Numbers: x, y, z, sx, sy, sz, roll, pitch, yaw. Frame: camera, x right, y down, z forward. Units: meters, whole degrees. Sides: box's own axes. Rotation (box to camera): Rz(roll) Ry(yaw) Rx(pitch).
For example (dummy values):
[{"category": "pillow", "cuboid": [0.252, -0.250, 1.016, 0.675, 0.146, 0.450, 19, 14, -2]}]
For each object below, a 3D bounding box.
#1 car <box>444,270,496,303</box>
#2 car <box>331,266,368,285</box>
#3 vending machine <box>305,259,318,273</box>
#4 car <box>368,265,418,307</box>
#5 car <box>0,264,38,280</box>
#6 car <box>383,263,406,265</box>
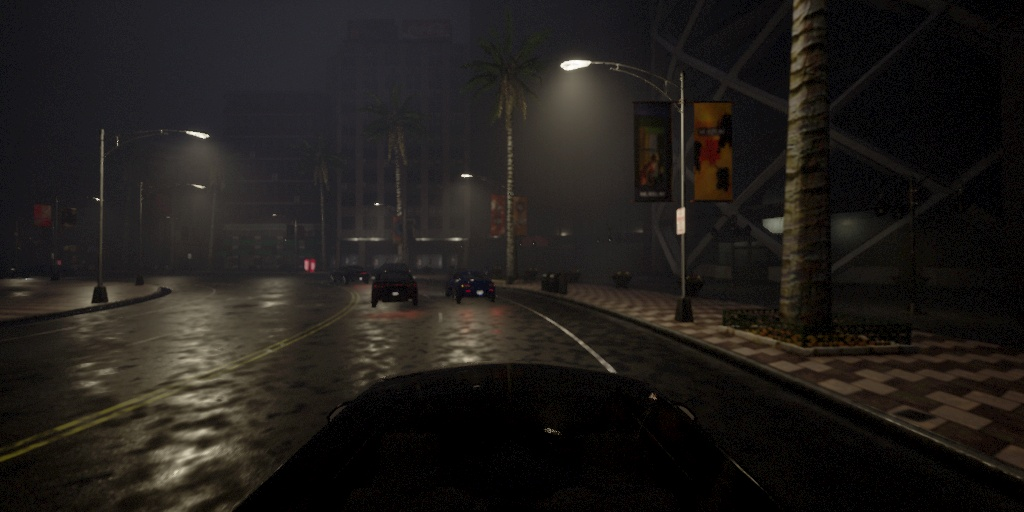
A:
[{"category": "car", "cuboid": [-2.134, 1.427, 17.736, 1.812, 1.442, 4.674, 0, 0, -19]}, {"category": "car", "cuboid": [-13.549, 1.532, 29.912, 1.837, 1.490, 4.892, 1, 0, -44]}, {"category": "vending machine", "cuboid": [-29.287, 1.438, 51.951, 0.880, 2.100, 1.100, 0, 0, 18]}, {"category": "car", "cuboid": [-5.494, 1.372, 16.730, 1.882, 1.535, 5.008, 0, 0, -19]}, {"category": "car", "cuboid": [-52.540, 1.685, 36.952, 4.181, 1.385, 1.994, 0, -1, 1]}, {"category": "car", "cuboid": [-10.837, 1.393, 32.147, 2.097, 1.767, 4.553, 0, -1, -43]}]
